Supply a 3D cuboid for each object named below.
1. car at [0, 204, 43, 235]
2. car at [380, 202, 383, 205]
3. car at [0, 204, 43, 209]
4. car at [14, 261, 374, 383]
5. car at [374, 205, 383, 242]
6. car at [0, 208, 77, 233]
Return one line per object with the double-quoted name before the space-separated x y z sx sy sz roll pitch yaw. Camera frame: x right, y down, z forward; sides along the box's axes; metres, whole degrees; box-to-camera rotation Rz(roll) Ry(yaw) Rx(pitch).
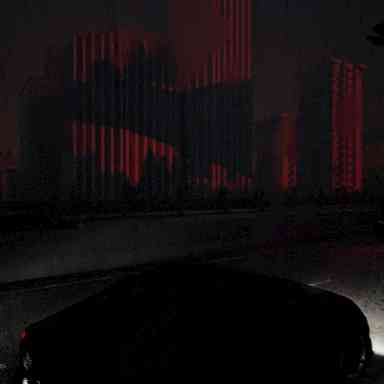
"car" -10.836 1.473 17.725 5.008 1.535 1.882 0 0 -35
"car" 26.037 1.469 42.711 4.892 1.490 1.837 1 0 -34
"car" -8.706 1.348 14.941 4.553 1.767 2.097 0 0 -35
"car" 0.274 1.562 3.914 4.181 1.385 1.994 0 0 -35
"car" 10.118 1.478 14.913 4.902 1.511 2.128 0 0 -34
"car" -6.648 1.501 12.114 4.892 1.490 1.837 0 0 -35
